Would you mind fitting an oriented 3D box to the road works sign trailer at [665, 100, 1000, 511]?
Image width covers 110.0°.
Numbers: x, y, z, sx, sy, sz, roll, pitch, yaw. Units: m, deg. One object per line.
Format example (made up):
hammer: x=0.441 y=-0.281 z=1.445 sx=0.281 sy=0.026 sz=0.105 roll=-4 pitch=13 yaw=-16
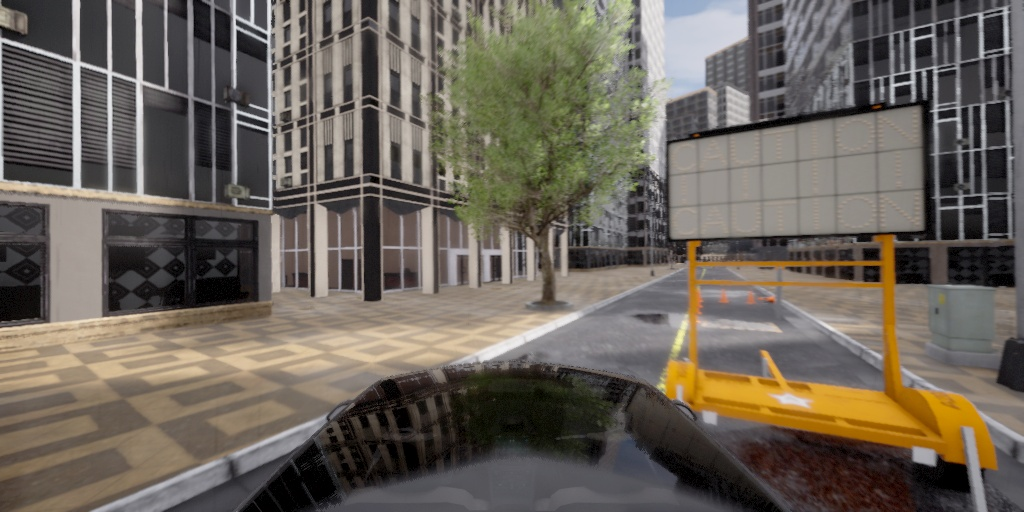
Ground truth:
road works sign trailer: x=3.204 y=0.202 z=4.281 sx=2.380 sy=3.560 sz=2.880 roll=0 pitch=0 yaw=29
